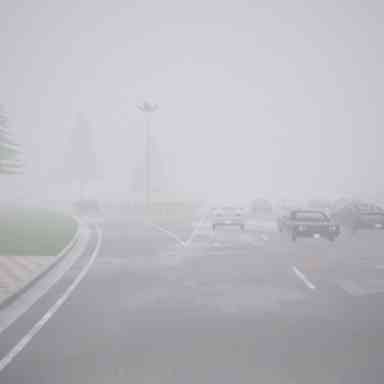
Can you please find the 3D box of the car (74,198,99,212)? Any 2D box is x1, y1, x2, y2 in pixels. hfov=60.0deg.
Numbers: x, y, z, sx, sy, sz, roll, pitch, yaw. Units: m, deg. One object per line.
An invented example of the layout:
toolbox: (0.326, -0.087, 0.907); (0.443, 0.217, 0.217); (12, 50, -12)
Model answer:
car: (-11.760, 1.392, 36.841); (2.128, 1.511, 4.902); (0, 0, -31)

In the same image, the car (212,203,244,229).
car: (2.209, 1.432, 20.631); (1.812, 1.442, 4.674); (0, 0, 5)

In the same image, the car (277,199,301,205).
car: (10.638, 1.405, 36.967); (1.895, 1.301, 4.718); (0, 0, 5)

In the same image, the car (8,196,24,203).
car: (-34.252, 1.435, 64.708); (1.994, 1.385, 4.181); (0, 0, -45)

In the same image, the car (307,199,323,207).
car: (14.126, 1.391, 36.672); (1.895, 1.301, 4.718); (0, 0, 5)

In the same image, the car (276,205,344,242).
car: (5.334, 1.513, 15.918); (1.895, 1.301, 4.718); (0, 0, 5)

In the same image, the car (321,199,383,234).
car: (9.039, 1.379, 18.180); (2.128, 1.511, 4.902); (0, 0, 5)

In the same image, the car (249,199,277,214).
car: (6.819, 1.382, 33.373); (2.033, 1.411, 5.357); (0, 0, 5)

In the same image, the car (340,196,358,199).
car: (17.745, 1.274, 37.908); (1.837, 1.490, 4.892); (0, 0, 5)
